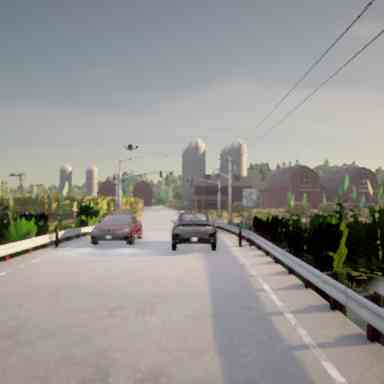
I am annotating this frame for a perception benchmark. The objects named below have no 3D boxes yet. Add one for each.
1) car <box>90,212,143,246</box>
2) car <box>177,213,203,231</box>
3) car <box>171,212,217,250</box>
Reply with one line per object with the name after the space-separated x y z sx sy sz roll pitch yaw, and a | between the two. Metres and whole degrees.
-3.537 1.745 16.441 1.812 1.442 4.674 0 -3 0 | car
-0.242 2.461 27.896 1.994 1.385 4.181 0 -4 -2 | car
0.075 1.654 14.895 2.128 1.511 4.902 0 -2 0 | car
